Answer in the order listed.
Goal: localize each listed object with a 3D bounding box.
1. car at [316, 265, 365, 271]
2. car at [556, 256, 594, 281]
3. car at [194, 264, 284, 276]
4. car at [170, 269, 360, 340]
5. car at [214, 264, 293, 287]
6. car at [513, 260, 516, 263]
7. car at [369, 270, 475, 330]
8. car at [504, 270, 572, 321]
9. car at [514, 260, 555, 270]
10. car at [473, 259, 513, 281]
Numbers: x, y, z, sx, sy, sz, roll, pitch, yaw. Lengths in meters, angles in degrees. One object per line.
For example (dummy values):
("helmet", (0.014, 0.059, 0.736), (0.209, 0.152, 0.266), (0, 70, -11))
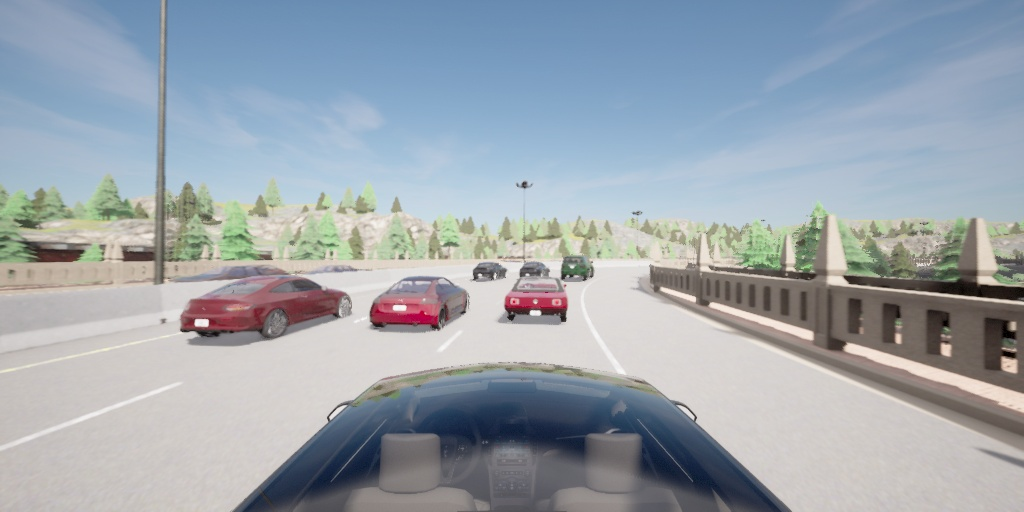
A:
("car", (-11.496, 1.278, 22.983), (2.033, 1.411, 5.357), (0, 0, 13))
("car", (5.727, 0.990, 31.023), (2.150, 2.045, 5.566), (0, 0, 21))
("car", (-15.681, 1.261, 20.111), (2.033, 1.411, 5.357), (0, 0, 11))
("car", (-6.336, 1.253, 9.867), (1.812, 1.442, 4.674), (0, 0, 5))
("car", (-18.051, 1.283, 25.300), (1.994, 1.385, 4.181), (0, 0, 14))
("car", (-0.150, 1.357, 57.776), (1.812, 1.442, 4.674), (0, 0, 34))
("car", (-2.663, 1.305, 11.209), (1.994, 1.385, 4.181), (0, 0, 6))
("car", (0.975, 1.355, 12.541), (1.895, 1.301, 4.718), (0, 0, 7))
("car", (2.045, 1.270, 31.020), (1.837, 1.490, 4.892), (0, 0, 19))
("car", (-1.769, 1.266, 30.711), (1.837, 1.490, 4.892), (0, 0, 18))
